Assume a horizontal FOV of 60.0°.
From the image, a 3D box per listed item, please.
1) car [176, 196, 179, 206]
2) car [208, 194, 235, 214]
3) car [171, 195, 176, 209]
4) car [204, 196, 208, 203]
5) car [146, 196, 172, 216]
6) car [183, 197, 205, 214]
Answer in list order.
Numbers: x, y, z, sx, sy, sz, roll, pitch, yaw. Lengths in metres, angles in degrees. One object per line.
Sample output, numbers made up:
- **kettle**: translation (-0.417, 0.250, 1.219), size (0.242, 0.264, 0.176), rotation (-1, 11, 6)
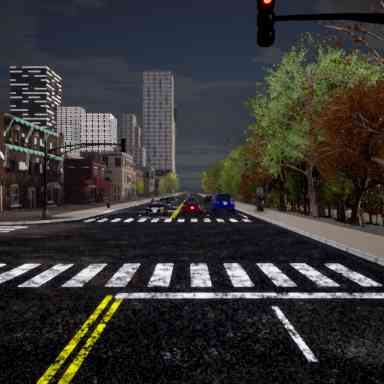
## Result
- **car**: translation (-3.456, 1.485, 53.181), size (1.837, 1.490, 4.892), rotation (0, 0, 0)
- **car**: translation (3.266, 1.210, 35.484), size (2.150, 2.045, 5.566), rotation (0, 0, 0)
- **car**: translation (-3.440, 1.490, 43.041), size (1.837, 1.490, 4.892), rotation (0, 0, 0)
- **car**: translation (3.202, 1.454, 62.996), size (1.882, 1.535, 5.008), rotation (0, 0, 0)
- **car**: translation (-3.422, 1.481, 32.991), size (2.128, 1.511, 4.902), rotation (0, 0, 0)
- **car**: translation (0.016, 1.552, 35.556), size (1.994, 1.385, 4.181), rotation (0, 0, 0)
